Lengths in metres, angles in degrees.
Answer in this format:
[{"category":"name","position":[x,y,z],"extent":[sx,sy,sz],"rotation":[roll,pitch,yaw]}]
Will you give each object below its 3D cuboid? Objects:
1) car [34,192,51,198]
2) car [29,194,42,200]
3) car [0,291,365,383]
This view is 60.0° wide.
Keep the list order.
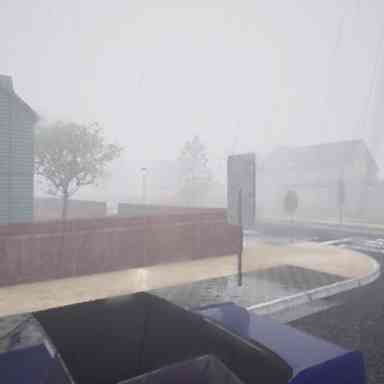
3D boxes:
[{"category":"car","position":[-34.626,1.061,77.885],"extent":[2.150,2.045,5.566],"rotation":[0,0,-36]},{"category":"car","position":[-40.738,1.243,86.407],"extent":[2.033,1.411,5.357],"rotation":[0,0,-36]},{"category":"car","position":[-0.859,1.605,2.335],"extent":[4.718,1.301,1.895],"rotation":[1,0,-35]}]
